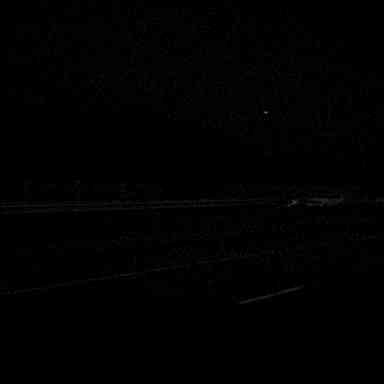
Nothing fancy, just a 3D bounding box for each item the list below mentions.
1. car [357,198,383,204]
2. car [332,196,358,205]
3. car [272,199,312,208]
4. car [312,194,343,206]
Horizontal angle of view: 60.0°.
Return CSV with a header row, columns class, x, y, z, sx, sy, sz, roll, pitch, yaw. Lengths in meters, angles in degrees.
class,x,y,z,sx,sy,sz,roll,pitch,yaw
car,19.957,1.526,35.400,4.674,1.442,1.812,0,0,-35
car,19.144,1.495,39.112,4.902,1.511,2.128,0,0,-35
car,12.494,1.549,42.092,5.357,1.411,2.033,0,0,-38
car,17.004,1.226,41.881,5.566,2.045,2.150,0,0,-35
